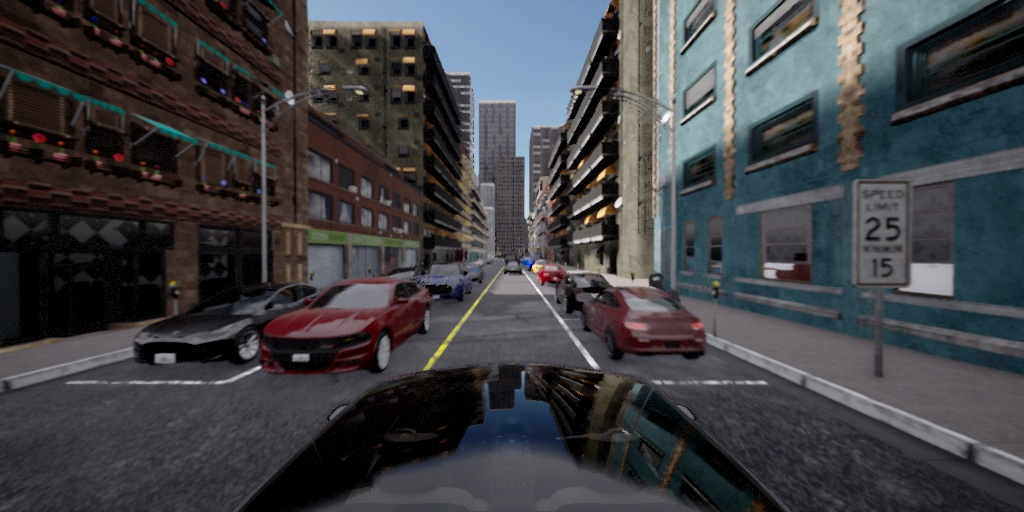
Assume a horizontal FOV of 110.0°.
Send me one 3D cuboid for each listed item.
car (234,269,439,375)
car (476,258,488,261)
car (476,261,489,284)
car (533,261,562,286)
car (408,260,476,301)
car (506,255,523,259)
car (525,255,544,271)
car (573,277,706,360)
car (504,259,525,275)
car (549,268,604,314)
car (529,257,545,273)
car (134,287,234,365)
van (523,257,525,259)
[{"bbox_3d":[-3.099,1.220,7.765,1.882,1.535,5.008,0,0,0],"label":"car"},{"bbox_3d":[-5.697,1.213,63.131,1.751,1.417,4.829,0,0,0],"label":"car"},{"bbox_3d":[-3.080,1.284,26.874,1.994,1.385,4.181,0,0,1],"label":"car"},{"bbox_3d":[2.688,1.267,24.625,1.888,1.381,4.507,0,0,0],"label":"car"},{"bbox_3d":[-3.098,1.083,16.946,2.097,1.767,4.553,0,0,0],"label":"car"},{"bbox_3d":[0.044,0.922,49.163,2.150,2.045,5.566,0,0,0],"label":"car"},{"bbox_3d":[3.104,0.929,45.651,2.150,2.045,5.566,0,0,0],"label":"car"},{"bbox_3d":[2.689,1.323,8.055,1.802,1.307,4.207,0,0,0],"label":"car"},{"bbox_3d":[0.098,1.271,38.963,1.994,1.385,4.181,0,0,0],"label":"car"},{"bbox_3d":[2.689,1.300,13.578,1.948,1.339,4.313,0,0,0],"label":"car"},{"bbox_3d":[3.147,1.164,38.811,1.801,1.575,5.366,0,0,0],"label":"car"},{"bbox_3d":[-5.692,1.307,8.066,1.948,1.339,4.313,0,0,0],"label":"car"},{"bbox_3d":[2.684,1.028,63.289,1.690,1.789,3.998,0,0,0],"label":"van"}]
